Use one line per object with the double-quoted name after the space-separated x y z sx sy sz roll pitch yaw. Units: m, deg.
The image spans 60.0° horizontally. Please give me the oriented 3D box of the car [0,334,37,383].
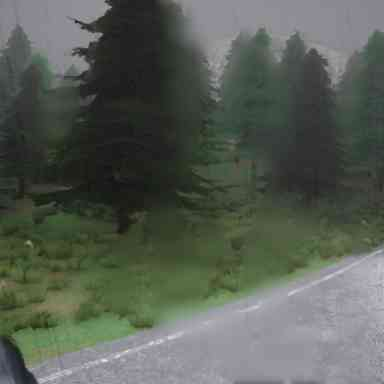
-3.410 1.595 1.210 5.357 1.411 2.033 0 -1 -34 "car"
